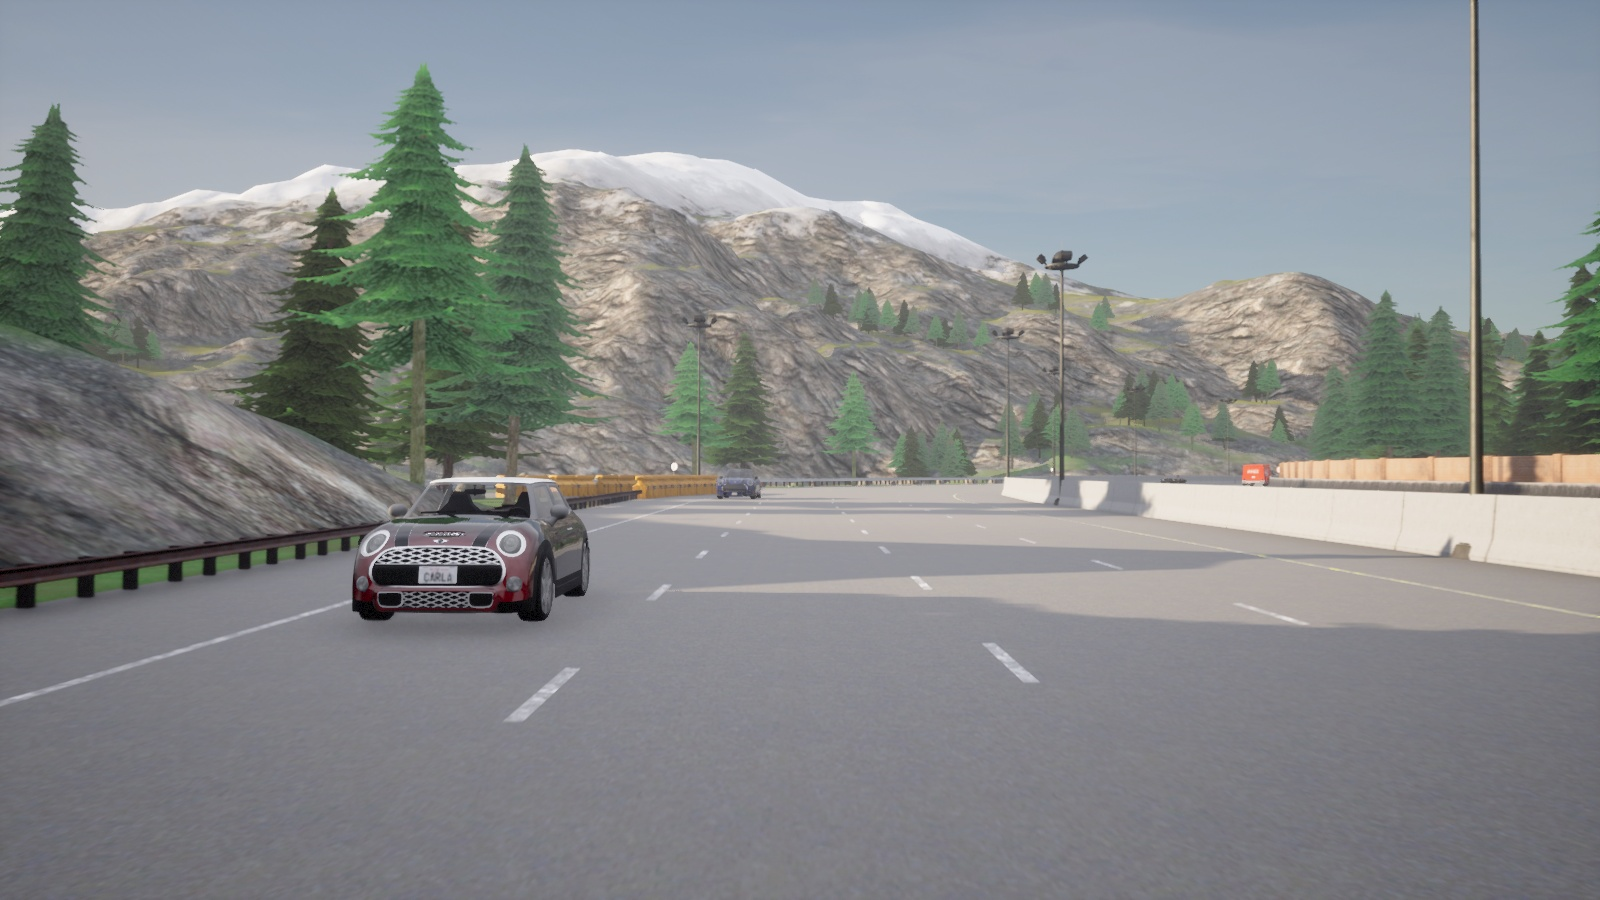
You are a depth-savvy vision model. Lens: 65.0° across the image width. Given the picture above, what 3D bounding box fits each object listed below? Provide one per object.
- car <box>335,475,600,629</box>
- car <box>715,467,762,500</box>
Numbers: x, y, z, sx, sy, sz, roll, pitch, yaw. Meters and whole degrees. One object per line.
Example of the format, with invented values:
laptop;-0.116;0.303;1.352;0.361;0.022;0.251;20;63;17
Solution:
car;-3.534;1.028;14.090;1.970;1.475;3.806;0;-1;0
car;-3.363;1.843;69.589;2.097;1.767;4.553;0;-1;4
